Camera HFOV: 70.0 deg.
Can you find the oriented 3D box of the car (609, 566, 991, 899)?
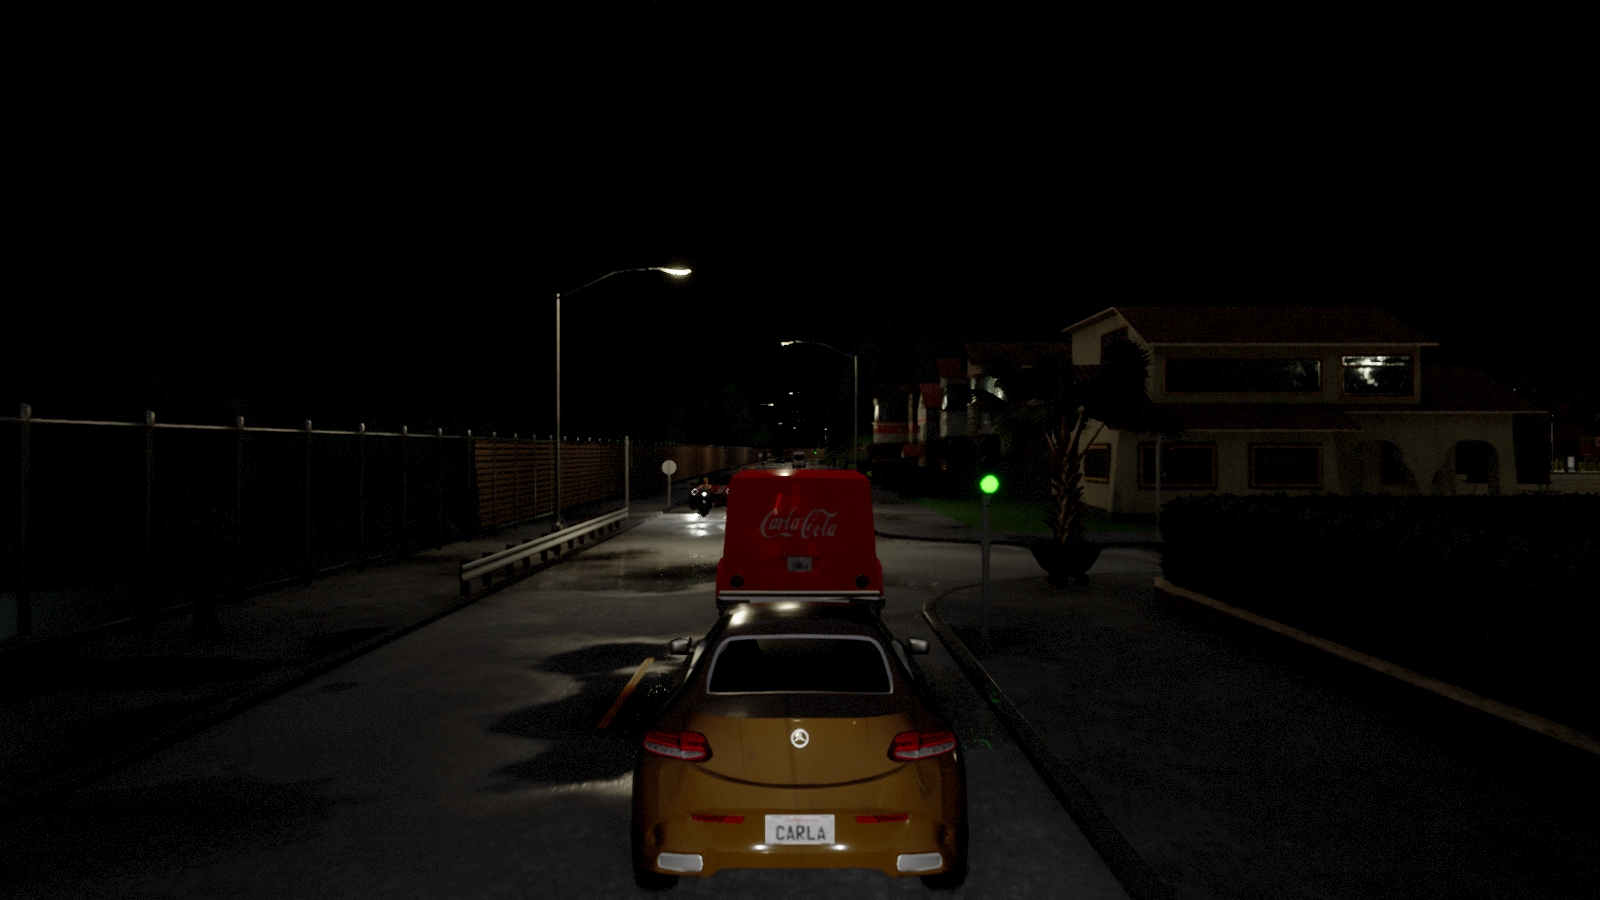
[{"bbox_3d":[-0.003,1.993,8.937,2.152,1.651,5.027,0,0,0],"label":"car"}]

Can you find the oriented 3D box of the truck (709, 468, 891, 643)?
[{"bbox_3d":[-0.008,1.567,19.160,2.627,2.467,5.204,0,0,0],"label":"truck"}]

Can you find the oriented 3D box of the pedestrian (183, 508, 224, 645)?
[{"bbox_3d":[-8.270,1.746,15.847,0.375,1.860,0.375,0,0,1],"label":"pedestrian"}]
